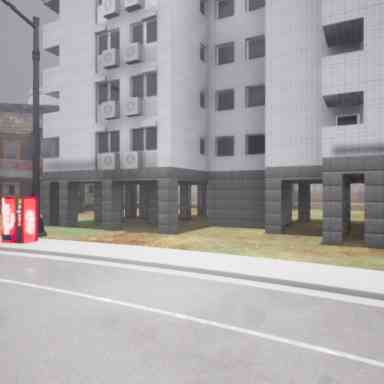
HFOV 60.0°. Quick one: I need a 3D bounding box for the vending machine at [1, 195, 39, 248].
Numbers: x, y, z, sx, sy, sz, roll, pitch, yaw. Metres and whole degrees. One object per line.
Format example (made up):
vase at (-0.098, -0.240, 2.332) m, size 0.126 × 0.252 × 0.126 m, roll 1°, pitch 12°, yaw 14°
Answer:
vending machine at (-7.197, 1.192, 13.927) m, size 0.880 × 2.100 × 1.100 m, roll 0°, pitch 0°, yaw 21°
